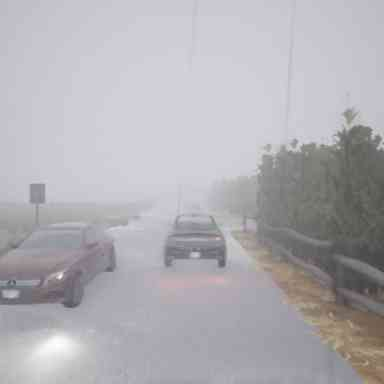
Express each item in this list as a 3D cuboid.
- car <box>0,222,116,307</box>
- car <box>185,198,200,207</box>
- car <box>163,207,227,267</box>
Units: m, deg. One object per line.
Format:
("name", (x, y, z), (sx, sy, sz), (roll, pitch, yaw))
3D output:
("car", (-3.130, 1.522, 8.113), (1.812, 1.442, 4.674), (0, 0, 0))
("car", (0.084, 1.508, 43.779), (1.812, 1.442, 4.674), (0, 0, 0))
("car", (0.092, 1.487, 11.331), (2.128, 1.511, 4.902), (0, 0, 0))
